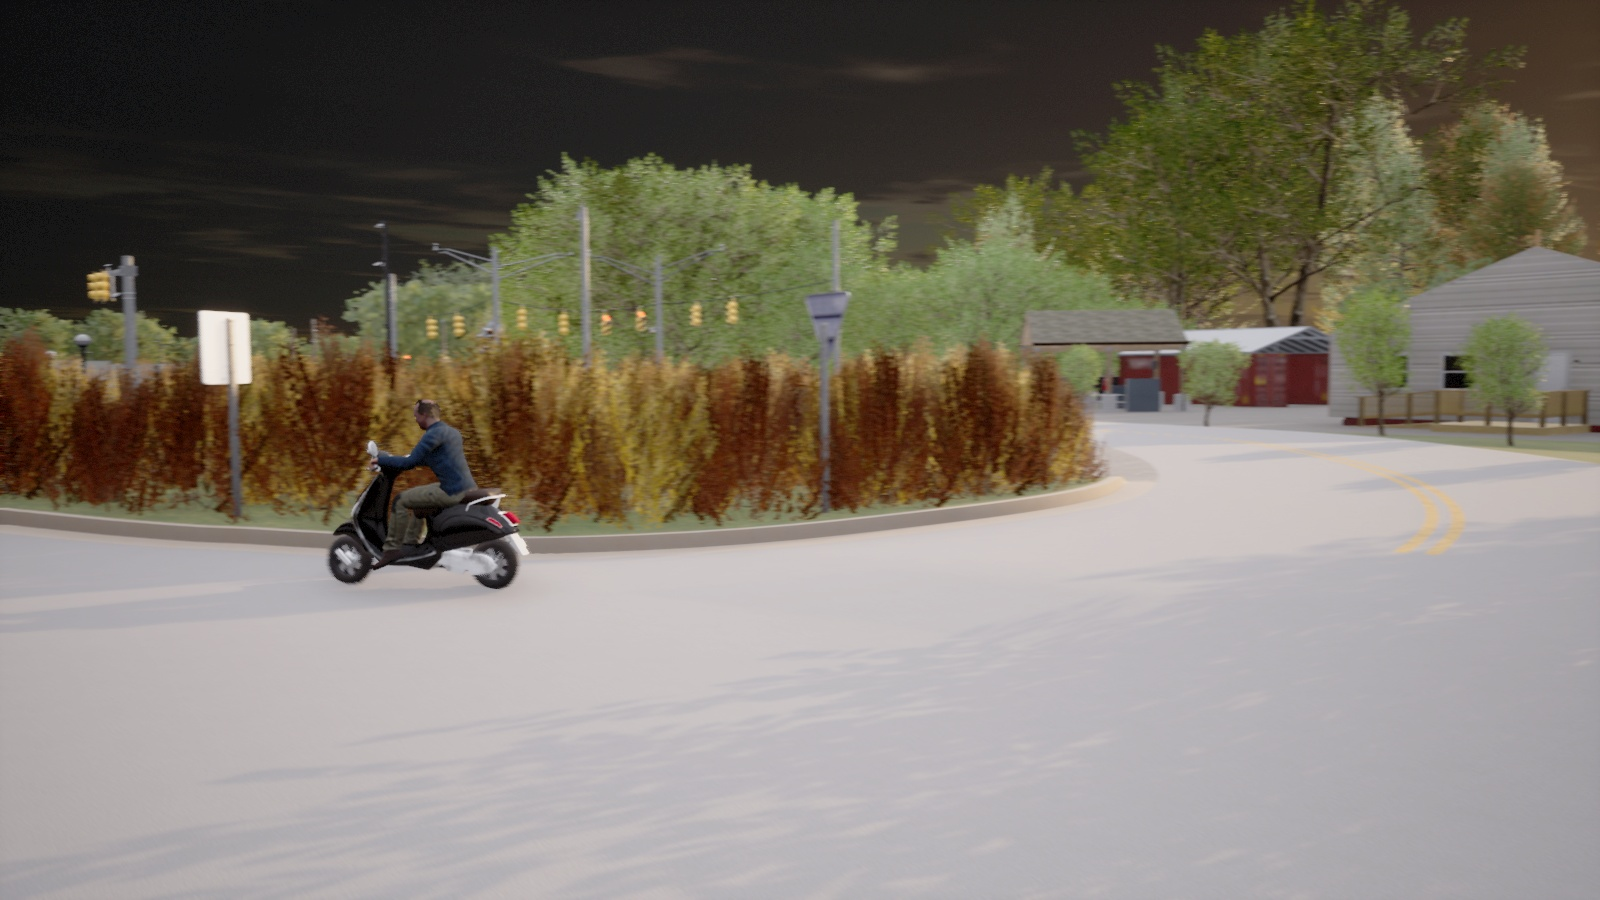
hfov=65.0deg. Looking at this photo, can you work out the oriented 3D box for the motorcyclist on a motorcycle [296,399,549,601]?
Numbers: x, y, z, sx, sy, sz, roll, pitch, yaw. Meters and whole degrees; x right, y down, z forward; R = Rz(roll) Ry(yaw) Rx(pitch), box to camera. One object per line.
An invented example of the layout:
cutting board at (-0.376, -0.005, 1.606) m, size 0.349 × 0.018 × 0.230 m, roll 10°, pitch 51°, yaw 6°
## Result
motorcyclist on a motorcycle at (-3.127, 0.373, 10.497) m, size 1.817 × 1.590 × 0.866 m, roll 1°, pitch 2°, yaw 11°
